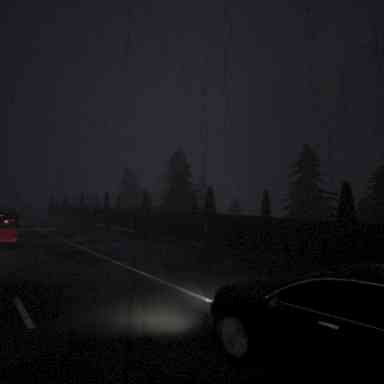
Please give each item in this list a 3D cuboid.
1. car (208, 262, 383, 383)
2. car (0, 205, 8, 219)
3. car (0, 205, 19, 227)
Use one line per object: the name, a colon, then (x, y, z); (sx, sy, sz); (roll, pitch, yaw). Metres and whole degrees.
car: (2.147, 1.607, 3.908); (1.837, 1.490, 4.892); (1, -1, -35)
car: (-21.658, 2.193, 37.241); (1.812, 1.442, 4.674); (1, -1, -28)
car: (-15.352, 2.005, 27.108); (1.837, 1.490, 4.892); (1, -1, -34)
